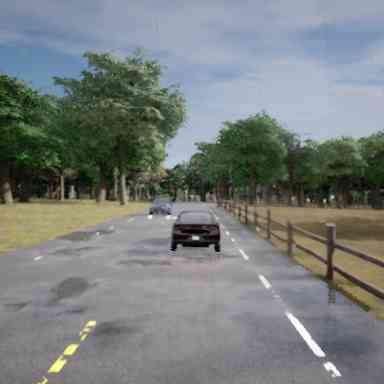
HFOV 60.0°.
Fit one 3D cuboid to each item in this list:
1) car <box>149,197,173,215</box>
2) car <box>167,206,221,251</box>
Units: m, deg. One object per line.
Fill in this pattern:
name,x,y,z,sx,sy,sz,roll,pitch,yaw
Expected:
car,-3.071,1.385,34.050,2.097,1.767,4.553,0,0,1
car,0.168,1.499,14.298,1.882,1.535,5.008,0,0,1
